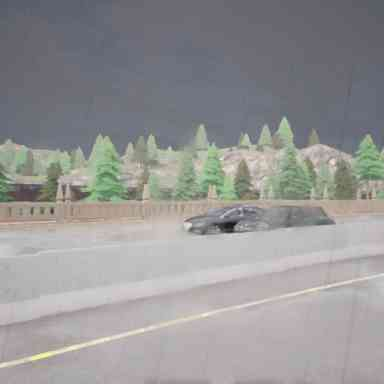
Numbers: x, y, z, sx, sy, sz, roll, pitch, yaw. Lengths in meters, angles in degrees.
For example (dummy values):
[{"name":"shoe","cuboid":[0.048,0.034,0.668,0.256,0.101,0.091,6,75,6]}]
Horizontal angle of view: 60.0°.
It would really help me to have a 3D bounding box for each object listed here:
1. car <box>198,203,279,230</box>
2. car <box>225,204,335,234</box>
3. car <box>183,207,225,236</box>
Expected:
[{"name":"car","cuboid":[3.024,1.521,21.654,4.902,1.511,2.128,0,0,-27]},{"name":"car","cuboid":[3.995,1.367,14.287,4.553,1.767,2.097,0,0,-28]},{"name":"car","cuboid":[1.913,1.510,17.142,4.902,1.511,2.128,0,0,-28]}]
